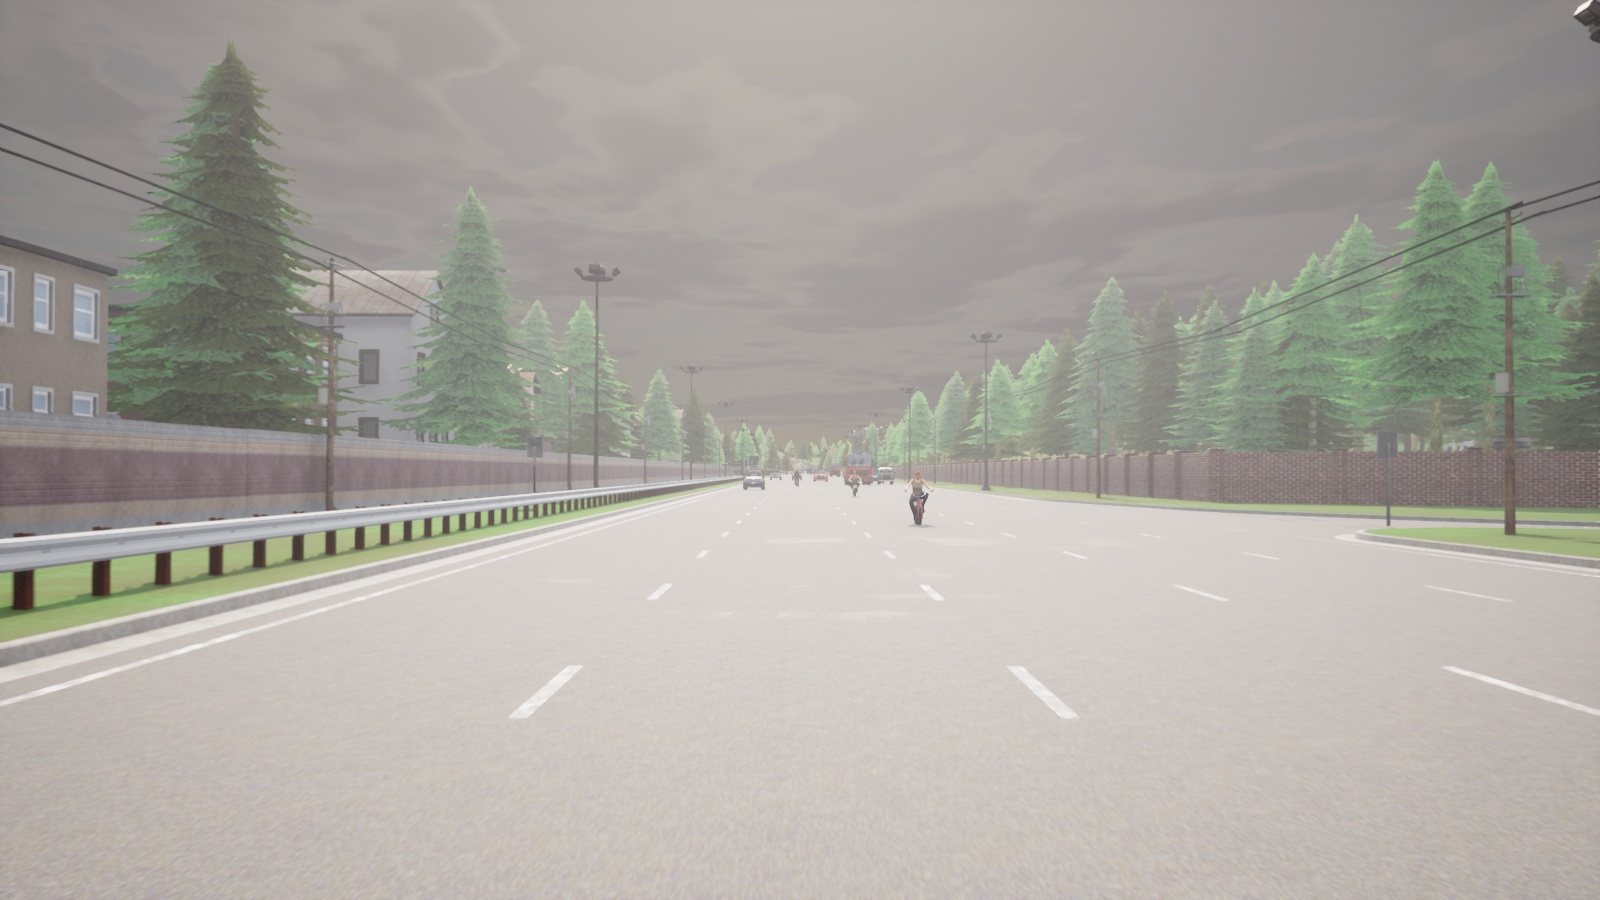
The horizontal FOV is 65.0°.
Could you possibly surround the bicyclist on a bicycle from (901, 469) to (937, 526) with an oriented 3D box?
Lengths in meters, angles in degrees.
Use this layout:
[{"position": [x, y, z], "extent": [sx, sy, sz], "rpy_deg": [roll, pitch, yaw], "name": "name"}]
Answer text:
[{"position": [3.409, 1.342, 36.089], "extent": [0.866, 1.612, 1.509], "rpy_deg": [0, -1, 0], "name": "bicyclist on a bicycle"}]
